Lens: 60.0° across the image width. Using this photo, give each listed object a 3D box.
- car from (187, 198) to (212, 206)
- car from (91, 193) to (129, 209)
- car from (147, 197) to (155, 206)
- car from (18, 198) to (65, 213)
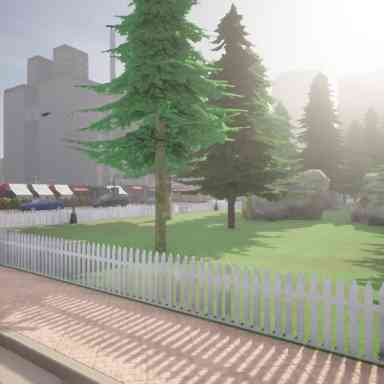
[{"bbox_3d":[1.337,1.599,51.088,1.895,1.301,4.718,0,0,34],"label":"car"},{"bbox_3d":[-11.092,1.220,45.533,2.150,2.045,5.566,0,0,34],"label":"car"},{"bbox_3d":[-5.305,1.350,54.038,2.097,1.767,4.553,0,0,34],"label":"car"},{"bbox_3d":[-16.738,1.476,37.172,1.882,1.535,5.008,0,0,34],"label":"car"}]
